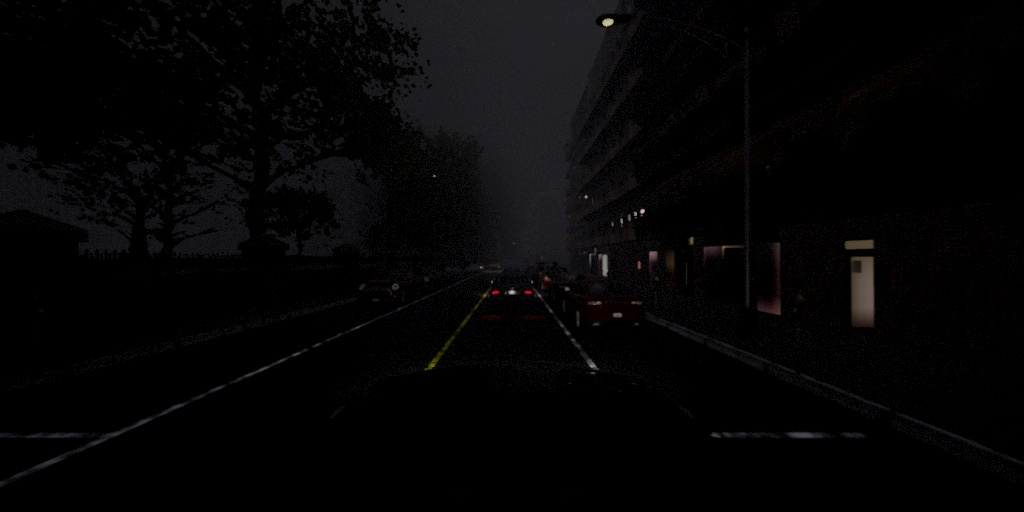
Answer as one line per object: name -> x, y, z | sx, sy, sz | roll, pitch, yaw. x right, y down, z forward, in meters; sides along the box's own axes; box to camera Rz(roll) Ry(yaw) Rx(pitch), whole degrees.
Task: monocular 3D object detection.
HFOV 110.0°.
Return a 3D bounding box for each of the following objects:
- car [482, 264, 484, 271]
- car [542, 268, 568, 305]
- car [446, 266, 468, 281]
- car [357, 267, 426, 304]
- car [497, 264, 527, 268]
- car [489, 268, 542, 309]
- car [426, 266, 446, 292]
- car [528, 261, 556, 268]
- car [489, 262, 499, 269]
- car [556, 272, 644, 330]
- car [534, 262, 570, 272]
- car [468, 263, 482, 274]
car -> -5.693, 1.844, 56.390 | 2.007, 1.370, 4.403 | 0, 0, 0
car -> 2.690, 1.442, 16.983 | 1.888, 1.381, 4.507 | 0, 0, 0
car -> -5.692, 1.614, 33.871 | 2.007, 1.370, 4.403 | 0, 0, 0
car -> -5.691, 1.336, 16.982 | 1.967, 1.591, 4.097 | 0, 0, 0
car -> 0.002, 1.601, 31.130 | 1.994, 1.385, 4.181 | 0, -1, 0
car -> 0.000, 1.433, 15.835 | 2.033, 1.411, 5.357 | 0, -1, 0
car -> -5.691, 1.392, 22.610 | 1.967, 1.591, 4.097 | 0, 0, 0
car -> 2.689, 1.322, 28.241 | 2.192, 1.841, 5.009 | 0, 0, 0
car -> -3.057, 1.855, 64.279 | 1.882, 1.535, 5.008 | 0, 0, 1
car -> 2.691, 1.387, 11.352 | 1.888, 1.381, 4.507 | 0, 0, 0
car -> 2.690, 1.392, 22.612 | 1.967, 1.591, 4.097 | 0, 0, 0
car -> -5.693, 1.760, 50.590 | 1.751, 1.417, 4.829 | 0, 0, 0
